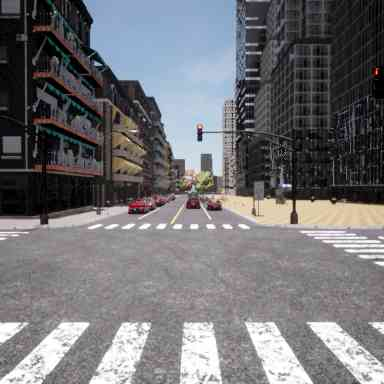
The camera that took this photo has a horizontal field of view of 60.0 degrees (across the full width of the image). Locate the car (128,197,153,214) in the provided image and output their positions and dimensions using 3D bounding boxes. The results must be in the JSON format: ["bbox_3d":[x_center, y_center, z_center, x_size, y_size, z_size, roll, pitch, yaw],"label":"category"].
[{"bbox_3d":[-5.640,1.540,35.411,1.887,1.381,4.507,-1,0,0],"label":"car"}]

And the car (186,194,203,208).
[{"bbox_3d":[0.181,1.474,47.610,1.882,1.535,5.008,0,0,0],"label":"car"}]

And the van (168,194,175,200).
[{"bbox_3d":[-5.547,1.350,91.899,1.690,1.788,3.998,-1,0,0],"label":"van"}]

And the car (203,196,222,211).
[{"bbox_3d":[2.716,1.540,41.103,1.887,1.381,4.507,-1,0,0],"label":"car"}]

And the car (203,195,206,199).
[{"bbox_3d":[2.755,1.551,63.698,2.008,1.369,4.403,-1,0,0],"label":"car"}]

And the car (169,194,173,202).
[{"bbox_3d":[-5.583,1.584,69.305,1.802,1.307,4.206,-1,0,0],"label":"car"}]

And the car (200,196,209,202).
[{"bbox_3d":[2.774,1.548,74.997,1.887,1.381,4.507,-1,0,0],"label":"car"}]

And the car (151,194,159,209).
[{"bbox_3d":[-5.633,1.436,41.060,1.967,1.590,4.097,-1,0,0],"label":"car"}]

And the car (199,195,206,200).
[{"bbox_3d":[2.802,1.535,92.114,1.752,1.417,4.829,-1,0,0],"label":"car"}]

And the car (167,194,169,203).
[{"bbox_3d":[-5.604,1.439,58.006,1.967,1.590,4.097,-1,0,0],"label":"car"}]

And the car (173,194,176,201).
[{"bbox_3d":[-5.558,1.322,86.252,2.192,1.841,5.009,-1,0,0],"label":"car"}]

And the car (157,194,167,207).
[{"bbox_3d":[-5.615,1.312,52.358,2.192,1.841,5.009,-1,0,0],"label":"car"}]
